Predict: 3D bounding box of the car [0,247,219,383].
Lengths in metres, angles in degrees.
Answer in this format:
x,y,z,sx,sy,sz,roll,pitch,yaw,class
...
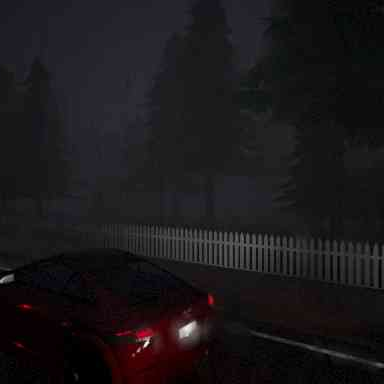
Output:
x,y,z,sx,sy,sz,roll,pitch,yaw,class
-1.694,1.564,4.999,4.181,1.385,1.994,0,0,35,car
